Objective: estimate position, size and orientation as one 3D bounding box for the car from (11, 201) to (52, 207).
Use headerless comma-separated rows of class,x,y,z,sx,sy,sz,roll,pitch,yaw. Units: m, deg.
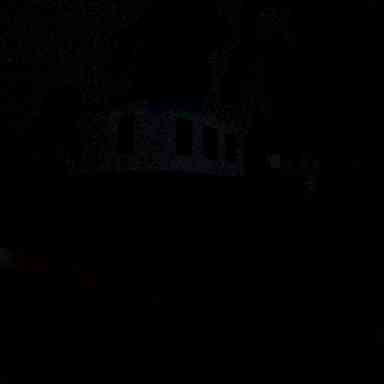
car,-14.643,1.527,29.135,2.033,1.411,5.357,0,0,29
